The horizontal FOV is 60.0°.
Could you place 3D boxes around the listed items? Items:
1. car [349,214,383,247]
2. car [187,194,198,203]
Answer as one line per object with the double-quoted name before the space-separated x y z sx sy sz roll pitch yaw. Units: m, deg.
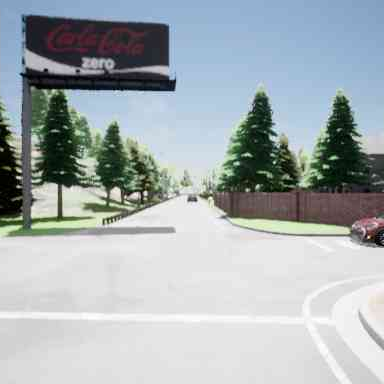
"car" 9.729 1.511 15.206 4.553 1.767 2.097 0 0 1
"car" 0.081 1.272 68.461 2.097 1.767 4.553 0 0 0
